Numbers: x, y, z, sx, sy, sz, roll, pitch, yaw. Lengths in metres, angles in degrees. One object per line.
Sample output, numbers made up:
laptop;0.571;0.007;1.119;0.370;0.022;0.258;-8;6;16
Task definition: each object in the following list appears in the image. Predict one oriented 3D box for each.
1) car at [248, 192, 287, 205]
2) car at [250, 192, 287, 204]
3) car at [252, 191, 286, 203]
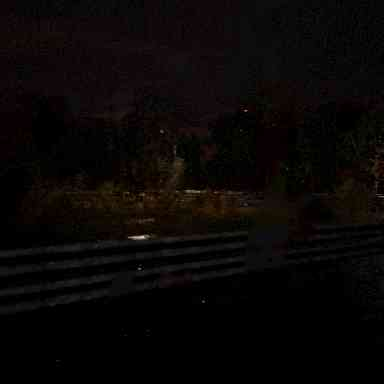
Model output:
car;9.840;0.883;43.397;4.892;1.490;1.837;1;2;15
car;10.746;0.793;46.777;5.008;1.535;1.882;1;1;15
car;11.623;0.742;50.165;4.902;1.511;2.128;1;1;15
